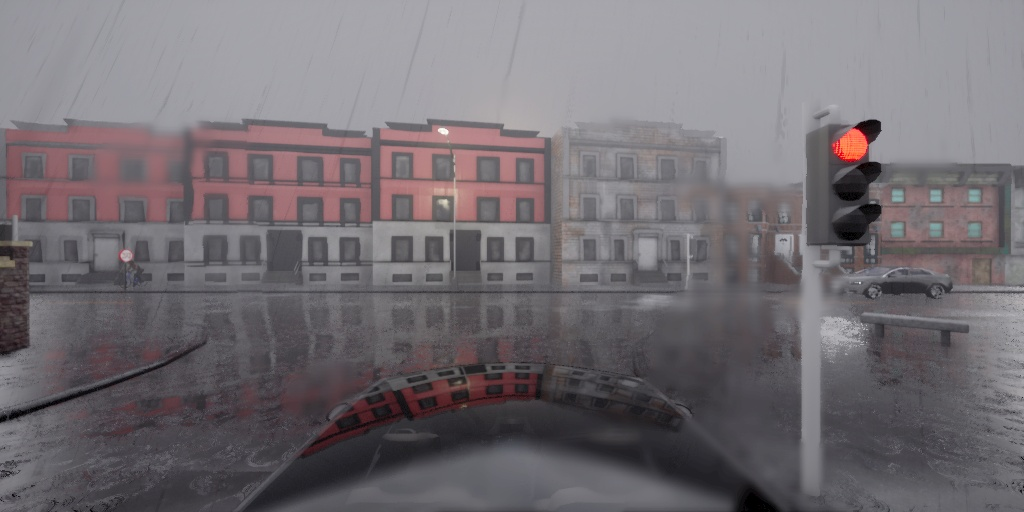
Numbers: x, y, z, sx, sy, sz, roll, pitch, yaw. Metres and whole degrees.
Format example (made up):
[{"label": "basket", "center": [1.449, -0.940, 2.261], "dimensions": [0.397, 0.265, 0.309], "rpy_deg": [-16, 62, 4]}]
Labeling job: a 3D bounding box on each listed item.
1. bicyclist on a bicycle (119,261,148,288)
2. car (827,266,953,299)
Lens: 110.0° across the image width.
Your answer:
[{"label": "bicyclist on a bicycle", "center": [-22.690, 1.096, 21.514], "dimensions": [0.582, 1.620, 1.656], "rpy_deg": [0, 0, 0]}, {"label": "car", "center": [18.126, 1.239, 17.335], "dimensions": [4.902, 1.511, 2.128], "rpy_deg": [0, 0, 0]}]
